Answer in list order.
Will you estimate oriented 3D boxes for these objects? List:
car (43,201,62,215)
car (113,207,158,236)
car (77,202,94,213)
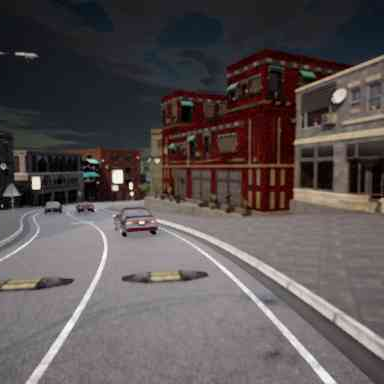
[{"bbox_3d":[-16.680,1.853,39.983,1.882,1.535,5.008,-2,0,-21],"label":"car"},{"bbox_3d":[-3.312,1.568,18.800,2.033,1.411,5.357,-2,0,-19],"label":"car"},{"bbox_3d":[-13.261,1.854,41.190,1.895,1.301,4.718,-2,0,-21],"label":"car"}]
